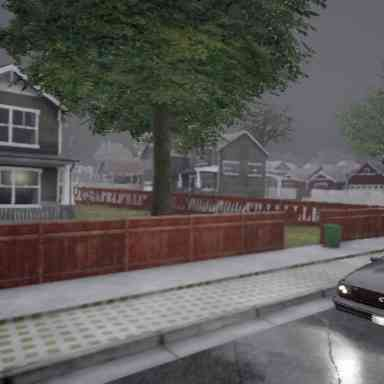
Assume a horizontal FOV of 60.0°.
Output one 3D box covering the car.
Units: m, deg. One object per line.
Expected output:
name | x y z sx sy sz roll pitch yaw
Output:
car | 5.088 1.599 6.583 5.357 1.411 2.033 1 0 -34
